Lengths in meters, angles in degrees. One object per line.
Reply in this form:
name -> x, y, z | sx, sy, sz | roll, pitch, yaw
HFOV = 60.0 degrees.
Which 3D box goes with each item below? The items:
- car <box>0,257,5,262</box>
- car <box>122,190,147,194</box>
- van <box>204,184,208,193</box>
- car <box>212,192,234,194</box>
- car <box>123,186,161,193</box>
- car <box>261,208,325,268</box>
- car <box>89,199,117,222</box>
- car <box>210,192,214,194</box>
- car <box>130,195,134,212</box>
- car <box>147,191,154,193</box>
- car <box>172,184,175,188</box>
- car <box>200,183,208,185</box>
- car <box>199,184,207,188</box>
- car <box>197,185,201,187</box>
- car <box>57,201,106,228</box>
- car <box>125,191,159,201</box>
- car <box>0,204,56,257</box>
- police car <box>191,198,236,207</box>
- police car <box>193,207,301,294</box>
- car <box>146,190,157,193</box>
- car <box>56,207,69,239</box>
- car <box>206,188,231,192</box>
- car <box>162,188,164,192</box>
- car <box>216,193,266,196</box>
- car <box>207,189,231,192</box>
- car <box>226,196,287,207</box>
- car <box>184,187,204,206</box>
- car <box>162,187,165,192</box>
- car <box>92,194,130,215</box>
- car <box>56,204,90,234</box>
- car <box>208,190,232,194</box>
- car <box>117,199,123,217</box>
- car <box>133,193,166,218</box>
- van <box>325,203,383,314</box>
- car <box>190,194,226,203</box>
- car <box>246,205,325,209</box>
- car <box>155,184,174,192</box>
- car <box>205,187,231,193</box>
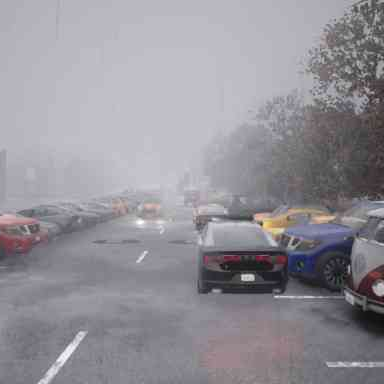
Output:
car -> -3.594, 1.601, 2.339 | 1.895, 1.301, 4.718 | 0, 0, 0
car -> -7.994, 1.022, 39.131 | 4.553, 1.767, 2.185 | 0, 2, 0
van -> 5.035, 0.011, 61.455 | 4.442, 1.987, 1.878 | -1, 3, 0
car -> 5.113, 1.142, 39.290 | 5.008, 1.535, 2.097 | 0, 2, 0
car -> -7.912, 0.515, 50.268 | 5.566, 2.045, 2.435 | 0, 2, 0
car -> 5.248, 1.479, 11.286 | 5.366, 1.575, 1.946 | 0, 0, 0
car -> -8.002, 1.445, 22.417 | 5.008, 1.535, 2.097 | 0, 1, 0
car -> 5.118, 1.061, 42.079 | 5.008, 1.535, 2.097 | 0, 2, 0
car -> -7.944, 1.311, 33.561 | 4.792, 1.488, 2.163 | 0, 1, 0
car -> -7.980, 1.009, 44.715 | 4.792, 1.488, 2.163 | 0, 2, 0
car -> -8.139, -0.833, 93.987 | 5.008, 1.535, 2.097 | 0, 3, 0
car -> 4.964, -0.807, 91.316 | 4.553, 1.767, 2.185 | 0, 3, 0
car -> 4.924, -0.524, 88.557 | 5.008, 1.535, 2.097 | 0, 3, 0
car -> 0.118, 0.245, 58.685 | 2.097, 1.767, 4.553 | 0, 3, 0
car -> -8.006, 1.466, 19.628 | 5.008, 1.535, 2.097 | 0, 0, 0
car -> -7.940, 0.645, 53.070 | 5.008, 1.535, 2.097 | 0, 2, 0
car -> -7.989, 1.230, 11.272 | 5.566, 2.045, 2.435 | 0, 0, 0
police car -> 1.088, 1.414, 18.921 | 1.930, 1.638, 5.238 | 0, 0, 0
police car -> 1.068, 1.427, 8.923 | 1.930, 1.638, 5.238 | 0, 0, 0
car -> -7.952, 0.879, 47.491 | 4.892, 1.521, 2.231 | 0, 2, 0
car -> -8.015, 1.522, 14.055 | 4.674, 1.452, 2.002 | 0, 0, 0
car -> 5.154, 0.545, 56.016 | 4.674, 1.452, 2.002 | 0, 3, 0
car -> -7.894, 0.407, 58.630 | 4.792, 1.488, 2.163 | 0, 3, 0
car -> 5.106, 1.218, 36.373 | 4.892, 1.521, 2.231 | 0, 2, 0
car -> 5.325, 0.760, 50.315 | 5.366, 1.575, 1.946 | 0, 2, 0
car -> 4.910, 1.375, 28.140 | 5.366, 1.575, 1.946 | 0, 1, 0
car -> 0.102, 0.707, 45.001 | 2.150, 2.045, 5.566 | 0, 2, 1
car -> -7.947, 0.269, 61.411 | 4.792, 1.488, 2.163 | 0, 3, 0
car -> -7.953, 1.255, 27.992 | 4.553, 1.767, 2.185 | 0, 1, 0
car -> -8.036, 1.507, 16.841 | 4.792, 1.488, 2.163 | 0, 0, 0
car -> 5.320, 0.873, 47.522 | 5.366, 1.575, 1.946 | 0, 2, 0
car -> -7.987, 1.457, 25.207 | 4.674, 1.452, 2.002 | 0, 0, 0
car -> -3.443, 1.239, 28.861 | 2.097, 1.767, 4.553 | 0, 1, 0
van -> 4.935, 1.255, 5.716 | 4.442, 1.987, 1.878 | 0, 0, 0
car -> 1.099, 1.291, 24.777 | 2.097, 1.767, 4.553 | 0, 1, 0
car -> 5.063, 1.482, 14.194 | 5.008, 1.535, 2.097 | 0, 0, 0
car -> -8.176, -0.646, 91.217 | 4.792, 1.488, 2.163 | 0, 3, 0
car -> 5.159, 0.407, 58.798 | 4.674, 1.452, 2.002 | 0, 3, 0
